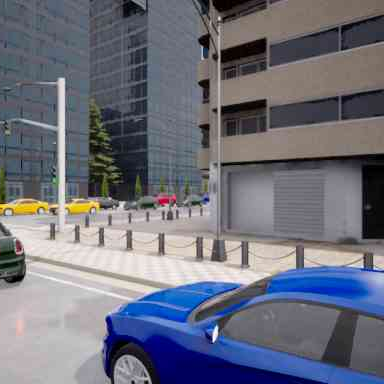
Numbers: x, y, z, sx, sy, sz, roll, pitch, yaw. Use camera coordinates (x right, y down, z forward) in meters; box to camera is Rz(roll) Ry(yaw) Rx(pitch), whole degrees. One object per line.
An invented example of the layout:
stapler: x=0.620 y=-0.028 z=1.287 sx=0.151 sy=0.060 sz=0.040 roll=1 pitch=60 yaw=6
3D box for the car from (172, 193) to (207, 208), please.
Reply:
car: x=-0.300 y=1.296 z=48.098 sx=2.097 sy=1.767 sz=4.553 roll=0 pitch=0 yaw=36

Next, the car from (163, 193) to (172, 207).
car: x=-4.545 y=1.166 z=48.211 sx=2.150 sy=2.045 sz=5.566 roll=0 pitch=0 yaw=36

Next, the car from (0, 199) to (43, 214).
car: x=-16.340 y=1.422 z=31.948 sx=1.882 sy=1.535 sz=5.008 roll=0 pitch=0 yaw=36

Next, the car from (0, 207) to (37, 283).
car: x=-6.240 y=1.352 z=8.441 sx=4.553 sy=1.767 sz=2.097 roll=0 pitch=0 yaw=36

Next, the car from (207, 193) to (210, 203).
car: x=1.935 y=1.167 z=57.093 sx=2.150 sy=2.045 sz=5.566 roll=0 pitch=0 yaw=36

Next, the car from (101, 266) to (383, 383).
car: x=1.254 y=1.478 z=3.097 sx=5.008 sy=1.535 sz=1.882 roll=0 pitch=0 yaw=36

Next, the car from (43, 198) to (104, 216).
car: x=-11.484 y=1.422 z=32.675 sx=1.882 sy=1.535 sz=5.008 roll=0 pitch=0 yaw=36

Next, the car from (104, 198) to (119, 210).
car: x=-10.823 y=1.436 z=39.554 sx=2.128 sy=1.511 sz=4.902 roll=0 pitch=0 yaw=36

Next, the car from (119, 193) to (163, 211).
car: x=-6.111 y=1.296 z=40.092 sx=2.097 sy=1.767 sz=4.553 roll=0 pitch=0 yaw=36
